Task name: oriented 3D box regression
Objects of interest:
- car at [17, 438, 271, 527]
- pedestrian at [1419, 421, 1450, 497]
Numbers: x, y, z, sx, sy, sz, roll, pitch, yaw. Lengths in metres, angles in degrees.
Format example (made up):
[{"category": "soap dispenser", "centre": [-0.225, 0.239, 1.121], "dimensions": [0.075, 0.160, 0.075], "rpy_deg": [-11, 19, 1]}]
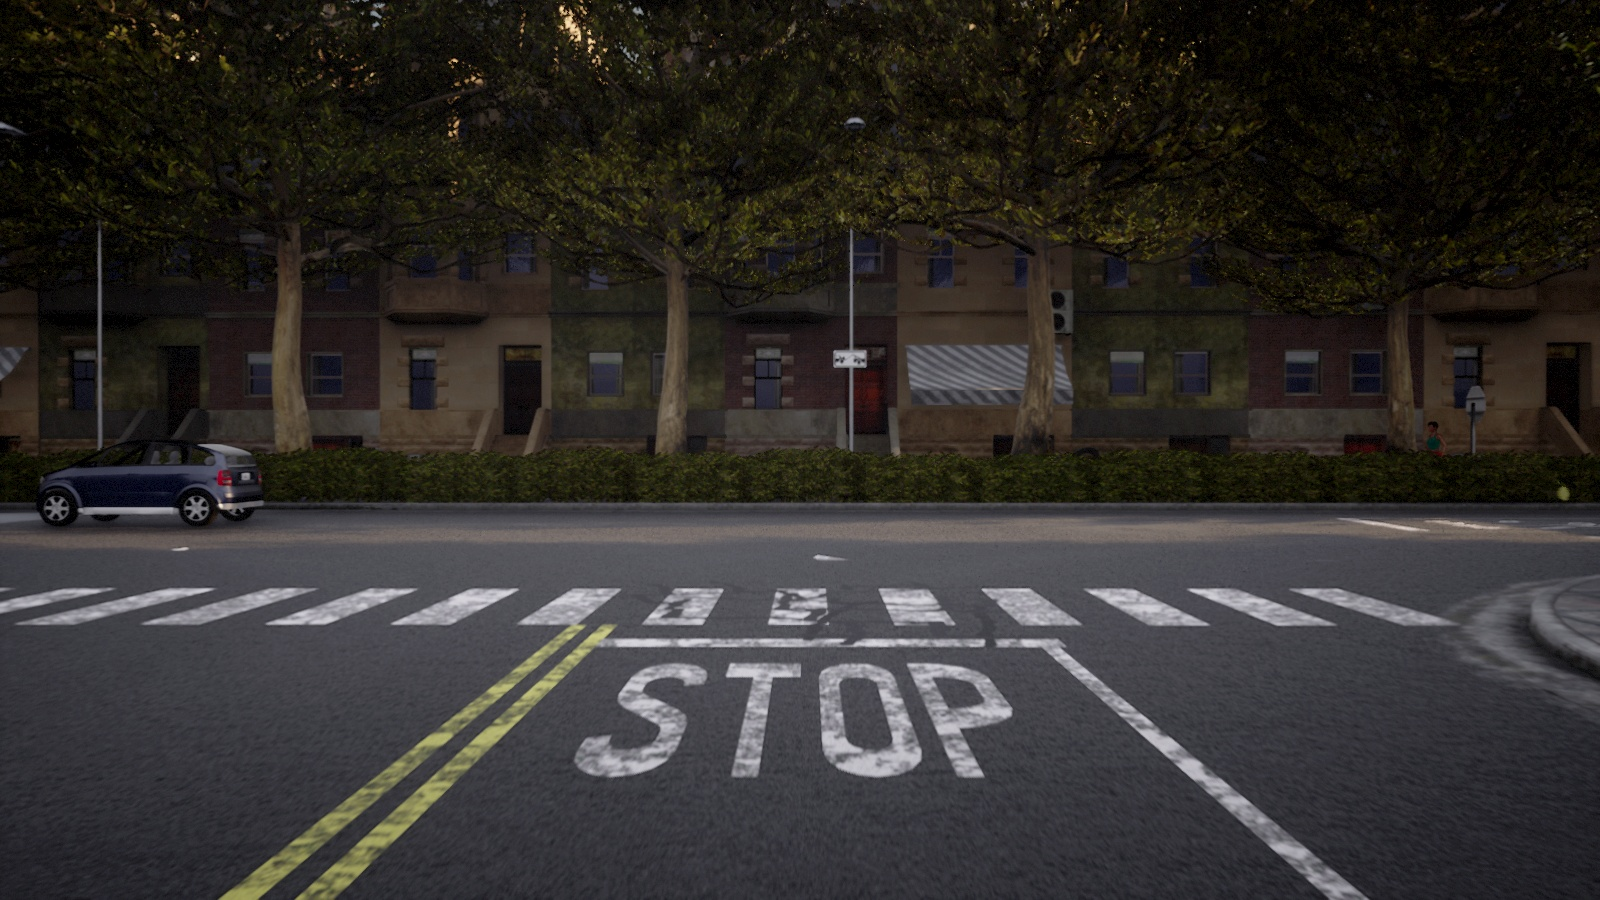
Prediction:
[{"category": "car", "centre": [-11.889, 0.570, 22.926], "dimensions": [3.705, 1.549, 1.789], "rpy_deg": [0, 0, 1]}, {"category": "pedestrian", "centre": [15.396, 0.223, 30.471], "dimensions": [0.594, 1.836, 0.345], "rpy_deg": [0, 0, 3]}]
